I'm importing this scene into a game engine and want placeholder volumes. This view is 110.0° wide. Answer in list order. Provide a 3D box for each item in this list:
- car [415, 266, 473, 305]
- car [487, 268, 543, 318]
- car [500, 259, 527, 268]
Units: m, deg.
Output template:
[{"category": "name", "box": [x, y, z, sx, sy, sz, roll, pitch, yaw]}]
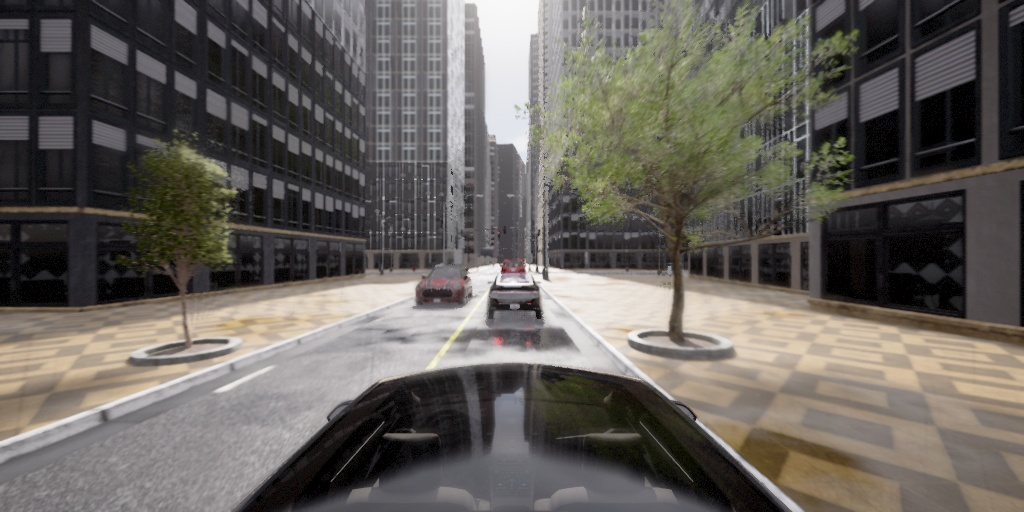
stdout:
[{"category": "car", "box": [-3.093, 1.284, 17.065, 2.097, 1.767, 4.553, 0, -1, 0]}, {"category": "car", "box": [0.095, 1.383, 13.628, 2.128, 1.511, 4.902, 0, -1, 0]}, {"category": "car", "box": [0.106, 1.331, 31.545, 2.150, 2.045, 5.566, 0, -1, 0]}]
